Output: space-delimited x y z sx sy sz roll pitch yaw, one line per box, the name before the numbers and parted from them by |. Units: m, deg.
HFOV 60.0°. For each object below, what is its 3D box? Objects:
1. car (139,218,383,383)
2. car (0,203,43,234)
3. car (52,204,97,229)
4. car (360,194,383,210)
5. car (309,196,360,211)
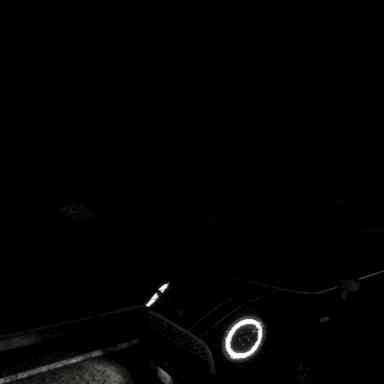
car | 1.545 1.333 4.784 4.553 1.767 2.097 0 0 -35
car | -10.084 1.437 19.348 2.097 1.535 5.008 0 0 -35
car | -7.513 1.464 21.167 2.002 1.452 4.674 0 0 -35
car | 20.227 1.299 40.918 2.097 1.535 5.008 0 0 -35
car | 15.697 1.303 37.680 2.097 1.535 5.008 0 0 -35
